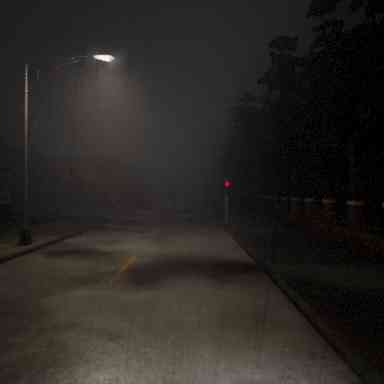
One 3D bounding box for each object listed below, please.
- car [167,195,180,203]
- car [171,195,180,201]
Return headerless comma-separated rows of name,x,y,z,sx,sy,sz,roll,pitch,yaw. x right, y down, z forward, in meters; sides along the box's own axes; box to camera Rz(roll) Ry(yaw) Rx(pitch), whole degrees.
car,-3.995,1.376,67.824,2.097,1.767,4.553,1,-1,0
car,-4.026,1.508,83.321,1.994,1.385,4.181,0,0,0
